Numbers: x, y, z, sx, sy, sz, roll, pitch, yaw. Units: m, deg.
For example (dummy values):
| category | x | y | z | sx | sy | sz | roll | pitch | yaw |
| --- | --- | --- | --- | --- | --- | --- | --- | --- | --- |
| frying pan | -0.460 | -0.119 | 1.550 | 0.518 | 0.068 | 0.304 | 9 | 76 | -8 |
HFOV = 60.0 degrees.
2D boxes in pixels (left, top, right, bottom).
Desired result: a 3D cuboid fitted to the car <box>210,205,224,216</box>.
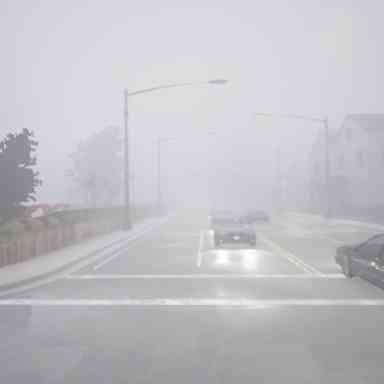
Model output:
| category | x | y | z | sx | sy | sz | roll | pitch | yaw |
| --- | --- | --- | --- | --- | --- | --- | --- | --- | --- |
| car | 3.546 | 2.668 | 48.267 | 1.812 | 1.442 | 4.674 | -1 | -2 | 3 |

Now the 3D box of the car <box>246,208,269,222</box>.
| category | x | y | z | sx | sy | sz | roll | pitch | yaw |
| --- | --- | --- | --- | --- | --- | --- | --- | --- | --- |
| car | 6.436 | 2.301 | 33.531 | 1.994 | 1.385 | 4.181 | -1 | -2 | 2 |

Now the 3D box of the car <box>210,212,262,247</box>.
| category | x | y | z | sx | sy | sz | roll | pitch | yaw |
| --- | --- | --- | --- | --- | --- | --- | --- | --- | --- |
| car | 2.132 | 1.964 | 17.240 | 1.994 | 1.385 | 4.181 | -1 | -1 | 2 |

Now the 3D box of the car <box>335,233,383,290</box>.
| category | x | y | z | sx | sy | sz | roll | pitch | yaw |
| --- | --- | --- | --- | --- | --- | --- | --- | --- | --- |
| car | 5.115 | 1.659 | 7.715 | 2.033 | 1.411 | 5.357 | -1 | -1 | 4 |

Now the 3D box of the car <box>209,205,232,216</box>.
| category | x | y | z | sx | sy | sz | roll | pitch | yaw |
| --- | --- | --- | --- | --- | --- | --- | --- | --- | --- |
| car | 2.596 | 2.136 | 28.024 | 1.882 | 1.535 | 5.008 | -1 | -2 | 2 |
